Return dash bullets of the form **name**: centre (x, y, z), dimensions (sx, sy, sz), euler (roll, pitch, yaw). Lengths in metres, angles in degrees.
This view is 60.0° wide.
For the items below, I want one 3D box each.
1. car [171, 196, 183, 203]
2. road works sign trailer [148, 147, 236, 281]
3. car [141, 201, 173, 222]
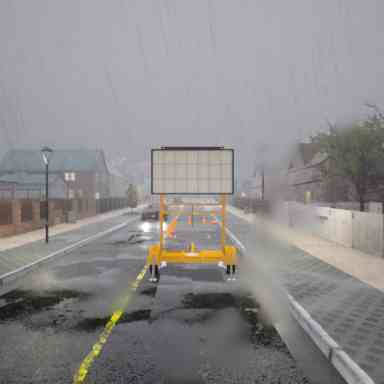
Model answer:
- **car**: centre (-2.733, 1.513, 62.199), dimensions (2.097, 1.767, 4.553), euler (0, 0, 0)
- **road works sign trailer**: centre (0.016, 0.471, 9.851), dimensions (2.380, 3.560, 2.880), euler (0, 0, 0)
- **car**: centre (-2.841, 1.598, 26.378), dimensions (1.994, 1.385, 4.181), euler (0, 0, 0)
